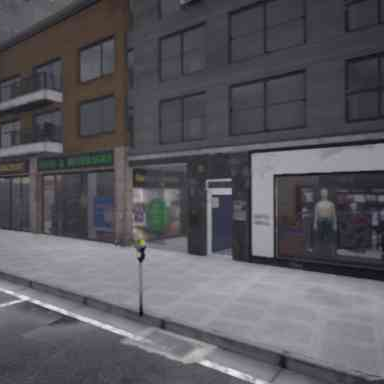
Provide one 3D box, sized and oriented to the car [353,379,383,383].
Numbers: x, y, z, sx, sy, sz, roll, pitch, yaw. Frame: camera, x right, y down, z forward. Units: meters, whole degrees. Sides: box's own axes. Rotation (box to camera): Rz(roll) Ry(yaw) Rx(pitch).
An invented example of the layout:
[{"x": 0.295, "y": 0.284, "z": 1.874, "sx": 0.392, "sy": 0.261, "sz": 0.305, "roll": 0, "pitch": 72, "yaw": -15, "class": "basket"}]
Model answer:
[{"x": 2.561, "y": 1.557, "z": 1.036, "sx": 4.403, "sy": 1.369, "sz": 2.008, "roll": 0, "pitch": 0, "yaw": 36, "class": "car"}]
